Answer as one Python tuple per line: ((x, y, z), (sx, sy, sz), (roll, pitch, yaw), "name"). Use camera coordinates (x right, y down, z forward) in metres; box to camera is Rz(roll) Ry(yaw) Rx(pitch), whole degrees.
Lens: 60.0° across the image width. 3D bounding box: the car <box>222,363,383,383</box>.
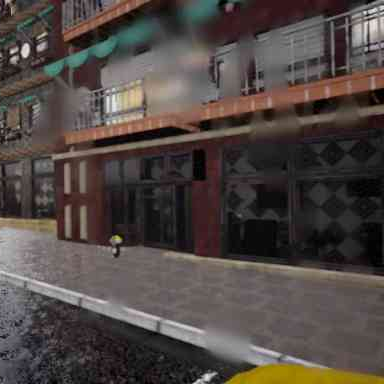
((2.033, 1.533, 1.300), (4.829, 1.417, 1.752), (0, -1, 35), "car")
